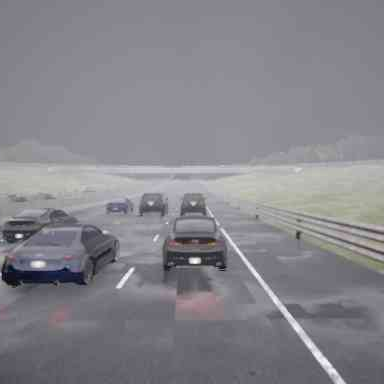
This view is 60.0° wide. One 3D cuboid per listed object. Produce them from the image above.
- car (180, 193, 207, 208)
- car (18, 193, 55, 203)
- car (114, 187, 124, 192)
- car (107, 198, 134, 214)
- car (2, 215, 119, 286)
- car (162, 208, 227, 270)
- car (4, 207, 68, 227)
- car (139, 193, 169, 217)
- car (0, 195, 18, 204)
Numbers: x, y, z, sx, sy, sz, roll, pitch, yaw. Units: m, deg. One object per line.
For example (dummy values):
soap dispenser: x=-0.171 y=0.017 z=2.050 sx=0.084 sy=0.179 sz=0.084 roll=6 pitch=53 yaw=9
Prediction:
car: x=0.122 y=1.057 z=29.861 sx=2.150 sy=2.045 sz=5.566 roll=0 pitch=1 yaw=0
car: x=-17.554 y=1.026 z=38.412 sx=2.097 sy=1.767 sz=4.553 roll=0 pitch=1 yaw=0
car: x=-17.423 y=-0.380 z=79.247 sx=1.812 sy=1.442 sz=4.674 roll=0 pitch=2 yaw=0
car: x=-6.875 y=1.272 z=32.298 sx=1.882 sy=1.535 sz=5.008 roll=0 pitch=1 yaw=0
car: x=-3.418 y=1.579 z=9.442 sx=1.994 sy=1.385 sz=4.181 roll=0 pitch=0 yaw=1
car: x=0.091 y=1.516 z=11.053 sx=1.837 sy=1.490 sz=4.892 roll=0 pitch=0 yaw=0
car: x=-6.893 y=1.496 z=15.716 sx=1.837 sy=1.490 sz=4.892 roll=0 pitch=0 yaw=0
car: x=-3.381 y=1.056 z=29.931 sx=2.150 sy=2.045 sz=5.566 roll=0 pitch=1 yaw=0
car: x=-21.053 y=1.157 z=38.791 sx=2.128 sy=1.511 sz=4.902 roll=0 pitch=1 yaw=0
